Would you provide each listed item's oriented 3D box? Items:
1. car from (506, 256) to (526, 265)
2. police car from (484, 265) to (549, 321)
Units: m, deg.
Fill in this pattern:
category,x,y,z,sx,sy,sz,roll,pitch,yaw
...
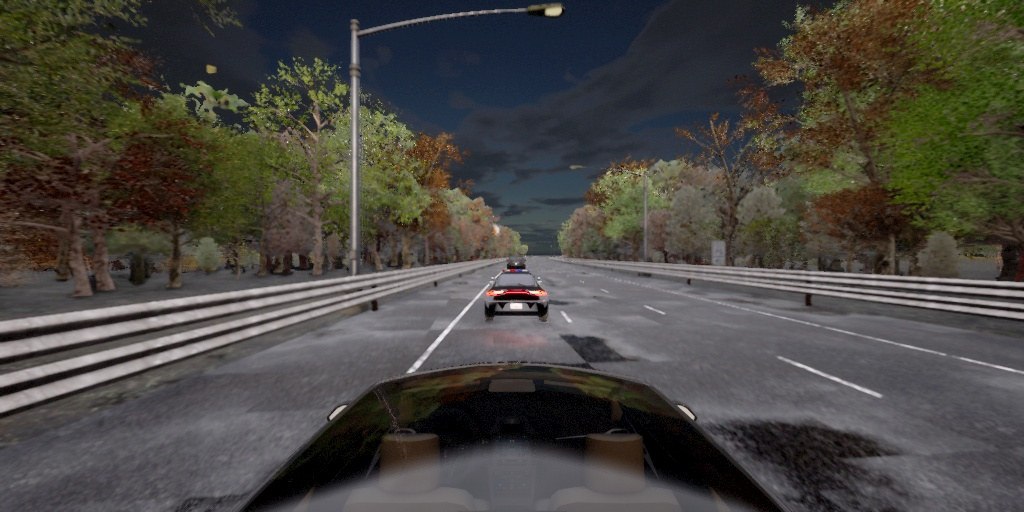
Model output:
category,x,y,z,sx,sy,sz,roll,pitch,yaw
car,0.501,0.966,42.176,2.150,2.045,5.566,0,0,1
police car,0.138,1.254,12.645,2.038,1.542,4.974,0,0,0
